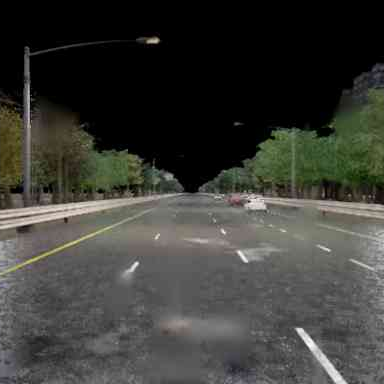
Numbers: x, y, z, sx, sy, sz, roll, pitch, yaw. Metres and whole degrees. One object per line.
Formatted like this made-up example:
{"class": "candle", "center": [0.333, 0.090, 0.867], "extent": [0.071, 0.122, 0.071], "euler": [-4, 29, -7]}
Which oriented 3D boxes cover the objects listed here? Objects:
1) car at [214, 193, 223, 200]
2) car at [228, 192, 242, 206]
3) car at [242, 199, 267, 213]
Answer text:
{"class": "car", "center": [7.286, 1.566, 95.057], "extent": [1.895, 1.301, 4.718], "euler": [0, 0, 0]}
{"class": "car", "center": [7.141, 1.338, 55.012], "extent": [2.097, 1.767, 4.553], "euler": [0, 0, 0]}
{"class": "car", "center": [7.075, 1.525, 37.150], "extent": [1.812, 1.442, 4.674], "euler": [0, 0, 0]}
